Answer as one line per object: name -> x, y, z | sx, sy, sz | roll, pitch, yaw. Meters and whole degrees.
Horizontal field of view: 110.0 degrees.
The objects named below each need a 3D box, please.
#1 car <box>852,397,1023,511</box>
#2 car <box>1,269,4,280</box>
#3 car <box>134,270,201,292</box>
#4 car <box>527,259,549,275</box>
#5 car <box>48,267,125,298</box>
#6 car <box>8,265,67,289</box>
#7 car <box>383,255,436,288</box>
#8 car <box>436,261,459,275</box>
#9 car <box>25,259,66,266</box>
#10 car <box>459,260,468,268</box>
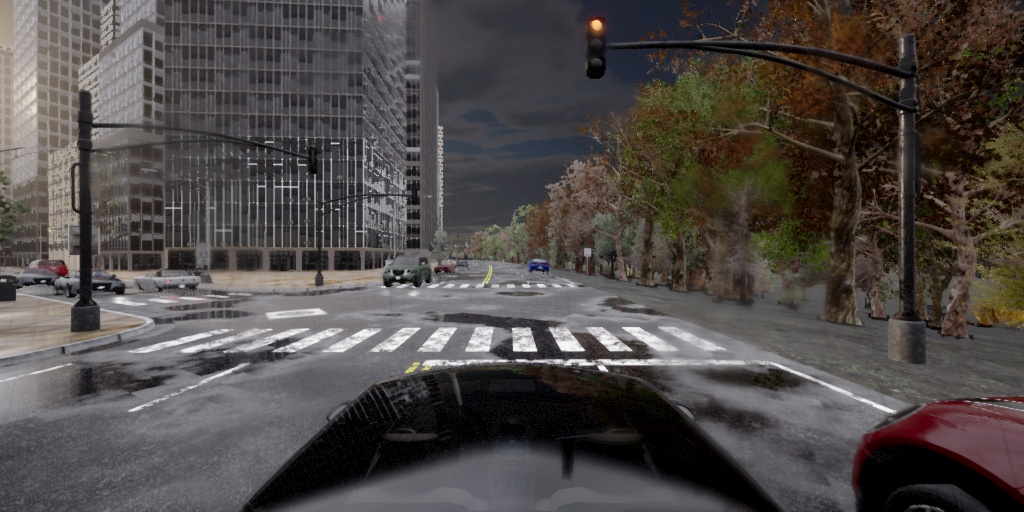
car -> 3.323, 1.004, 0.501 | 2.097, 1.767, 4.553 | -1, -2, 0
car -> -53.298, 1.702, 36.157 | 4.892, 1.490, 1.837 | -1, 0, 29
car -> -21.821, 1.526, 22.640 | 4.718, 1.301, 1.895 | 0, 0, 28
car -> 2.662, 1.028, 37.318 | 1.882, 1.535, 5.008 | 5, -2, -2
car -> -23.394, 1.490, 19.835 | 4.181, 1.385, 1.994 | 0, 0, 29
car -> -33.869, 1.579, 25.517 | 4.181, 1.385, 1.994 | 0, 0, 28
car -> -6.935, 0.978, 24.363 | 2.150, 2.045, 5.566 | 0, 0, -2
car -> -7.486, 1.365, 40.286 | 1.895, 1.301, 4.718 | 0, 0, -3
car -> -47.044, 1.368, 36.229 | 5.566, 2.045, 2.150 | -1, 0, 29
car -> -8.559, 1.344, 61.062 | 1.994, 1.385, 4.181 | 0, 0, -3
